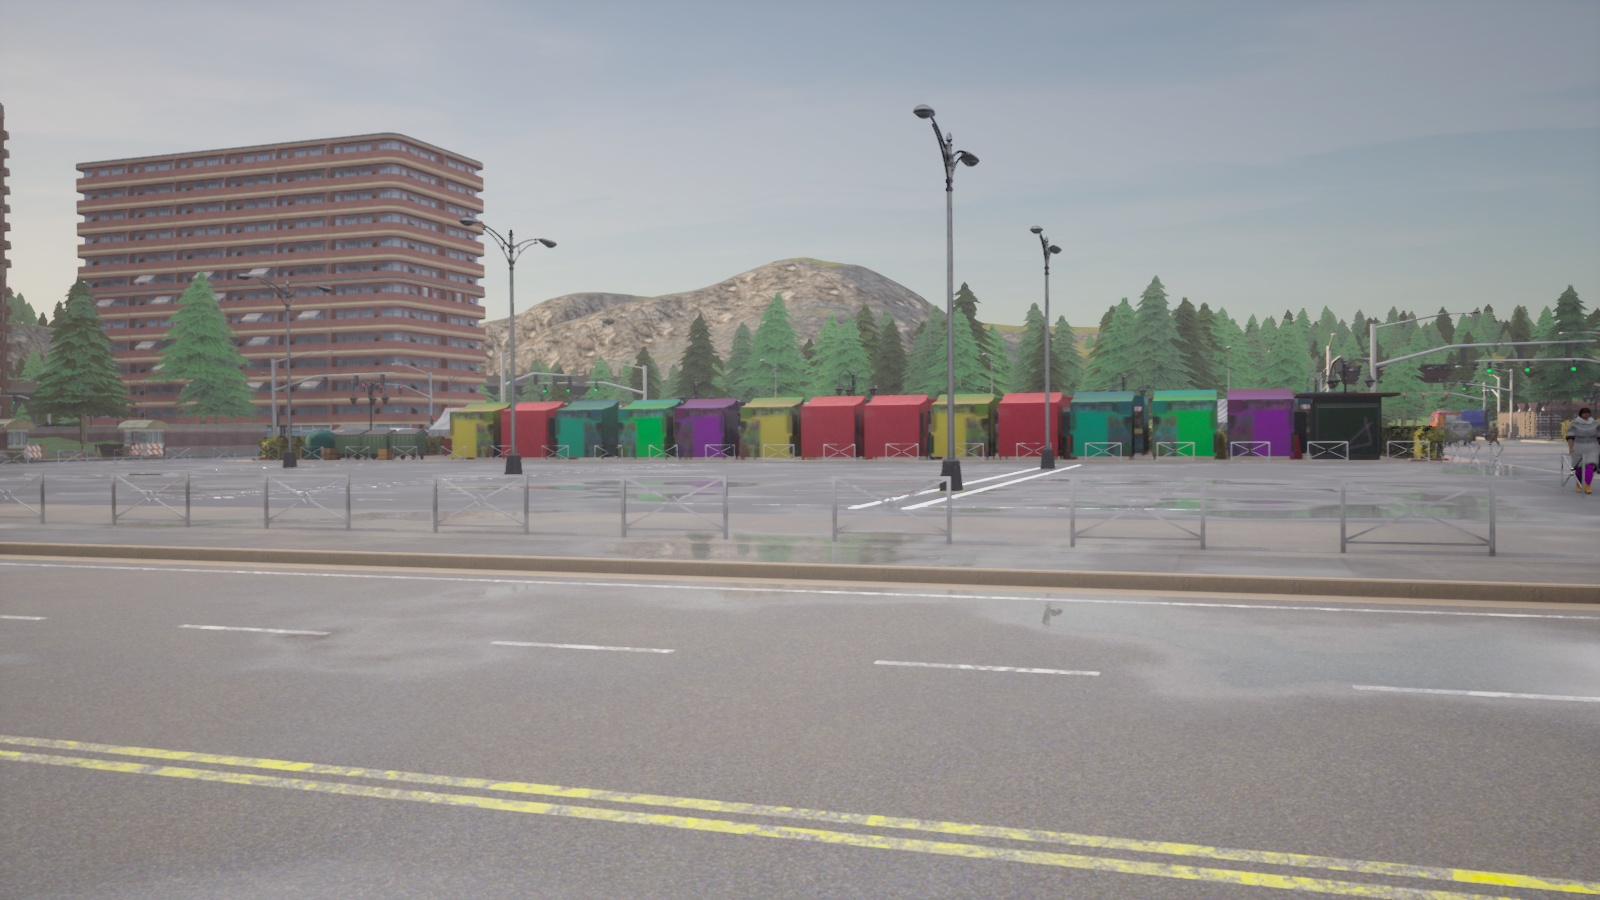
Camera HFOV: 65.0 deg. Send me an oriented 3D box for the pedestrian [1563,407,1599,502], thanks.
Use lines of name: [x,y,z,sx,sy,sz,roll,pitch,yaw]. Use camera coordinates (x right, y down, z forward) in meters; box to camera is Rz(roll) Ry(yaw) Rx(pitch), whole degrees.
pedestrian: [16.393,0.092,26.217,0.659,1.952,0.873,0,1,23]

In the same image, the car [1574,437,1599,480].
car: [27.073,0.269,41.240,1.994,1.385,4.181,0,1,20]
